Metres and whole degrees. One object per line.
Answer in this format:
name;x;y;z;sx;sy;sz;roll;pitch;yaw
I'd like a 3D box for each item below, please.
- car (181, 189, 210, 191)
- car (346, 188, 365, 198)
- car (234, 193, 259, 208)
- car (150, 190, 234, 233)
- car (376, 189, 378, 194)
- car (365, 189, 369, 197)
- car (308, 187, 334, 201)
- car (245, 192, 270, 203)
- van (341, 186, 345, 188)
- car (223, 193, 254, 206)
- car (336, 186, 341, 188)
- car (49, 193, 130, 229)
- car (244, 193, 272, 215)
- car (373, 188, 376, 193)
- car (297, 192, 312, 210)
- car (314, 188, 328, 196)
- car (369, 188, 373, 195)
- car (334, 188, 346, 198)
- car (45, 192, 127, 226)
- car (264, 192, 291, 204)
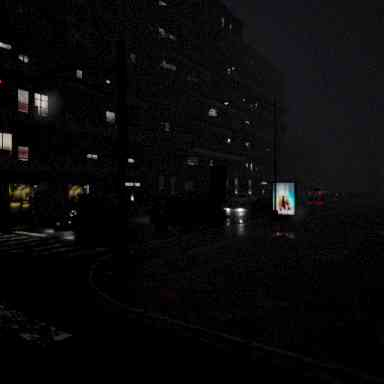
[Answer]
car;-0.065;0.764;27.853;2.150;2.045;5.566;0;1;36
car;28.577;0.309;58.576;1.887;1.381;4.507;1;2;35
car;5.587;0.884;35.894;1.812;1.442;4.674;0;1;35
car;-0.097;1.026;17.701;2.192;1.841;5.009;1;2;35
car;44.506;-0.221;81.280;2.008;1.369;4.403;1;2;35
car;31.763;0.098;63.113;1.967;1.590;4.097;1;2;35
car;18.863;0.233;49.271;2.150;2.045;5.566;0;1;35
car;8.933;0.754;45.170;1.802;1.307;4.206;2;2;35
van;37.603;-0.446;86.023;1.690;1.788;3.998;2;2;35
car;5.748;0.828;40.630;2.008;1.369;4.403;2;2;35
car;34.417;-0.239;81.486;1.967;1.590;4.097;2;2;35
car;-5.870;1.083;19.586;2.097;1.767;4.553;0;1;35
car;6.274;1.069;26.789;1.947;1.339;4.313;1;2;35
car;38.135;-0.012;72.198;1.887;1.381;4.507;1;2;35
car;9.460;0.964;31.331;1.947;1.339;4.313;1;2;35
car;28.046;-0.025;72.406;1.967;1.590;4.097;2;2;35
car;34.949;0.096;67.657;1.887;1.381;4.507;1;2;35
car;25.045;0.406;58.080;1.895;1.301;4.718;0;1;35
car;-6.991;1.009;22.464;2.192;1.841;5.009;1;2;35
car;11.406;0.731;44.135;1.994;1.385;4.181;0;1;36
